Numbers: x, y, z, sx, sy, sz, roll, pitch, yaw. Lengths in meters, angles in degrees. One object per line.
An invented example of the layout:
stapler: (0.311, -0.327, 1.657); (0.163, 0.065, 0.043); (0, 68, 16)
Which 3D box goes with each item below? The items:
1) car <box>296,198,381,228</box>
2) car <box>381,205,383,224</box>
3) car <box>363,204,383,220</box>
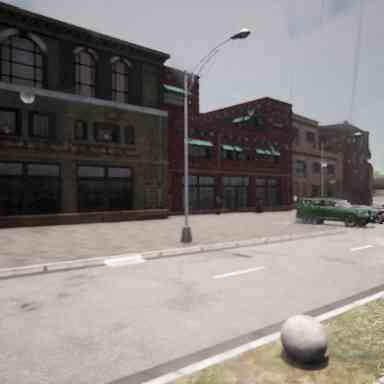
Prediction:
car: (10.650, 1.492, 25.128); (2.435, 2.045, 5.566); (1, -1, -41)
car: (14.725, 1.893, 28.761); (2.163, 1.488, 4.792); (2, -1, -42)
car: (20.736, 2.099, 34.510); (2.163, 1.488, 4.792); (2, -1, -44)
